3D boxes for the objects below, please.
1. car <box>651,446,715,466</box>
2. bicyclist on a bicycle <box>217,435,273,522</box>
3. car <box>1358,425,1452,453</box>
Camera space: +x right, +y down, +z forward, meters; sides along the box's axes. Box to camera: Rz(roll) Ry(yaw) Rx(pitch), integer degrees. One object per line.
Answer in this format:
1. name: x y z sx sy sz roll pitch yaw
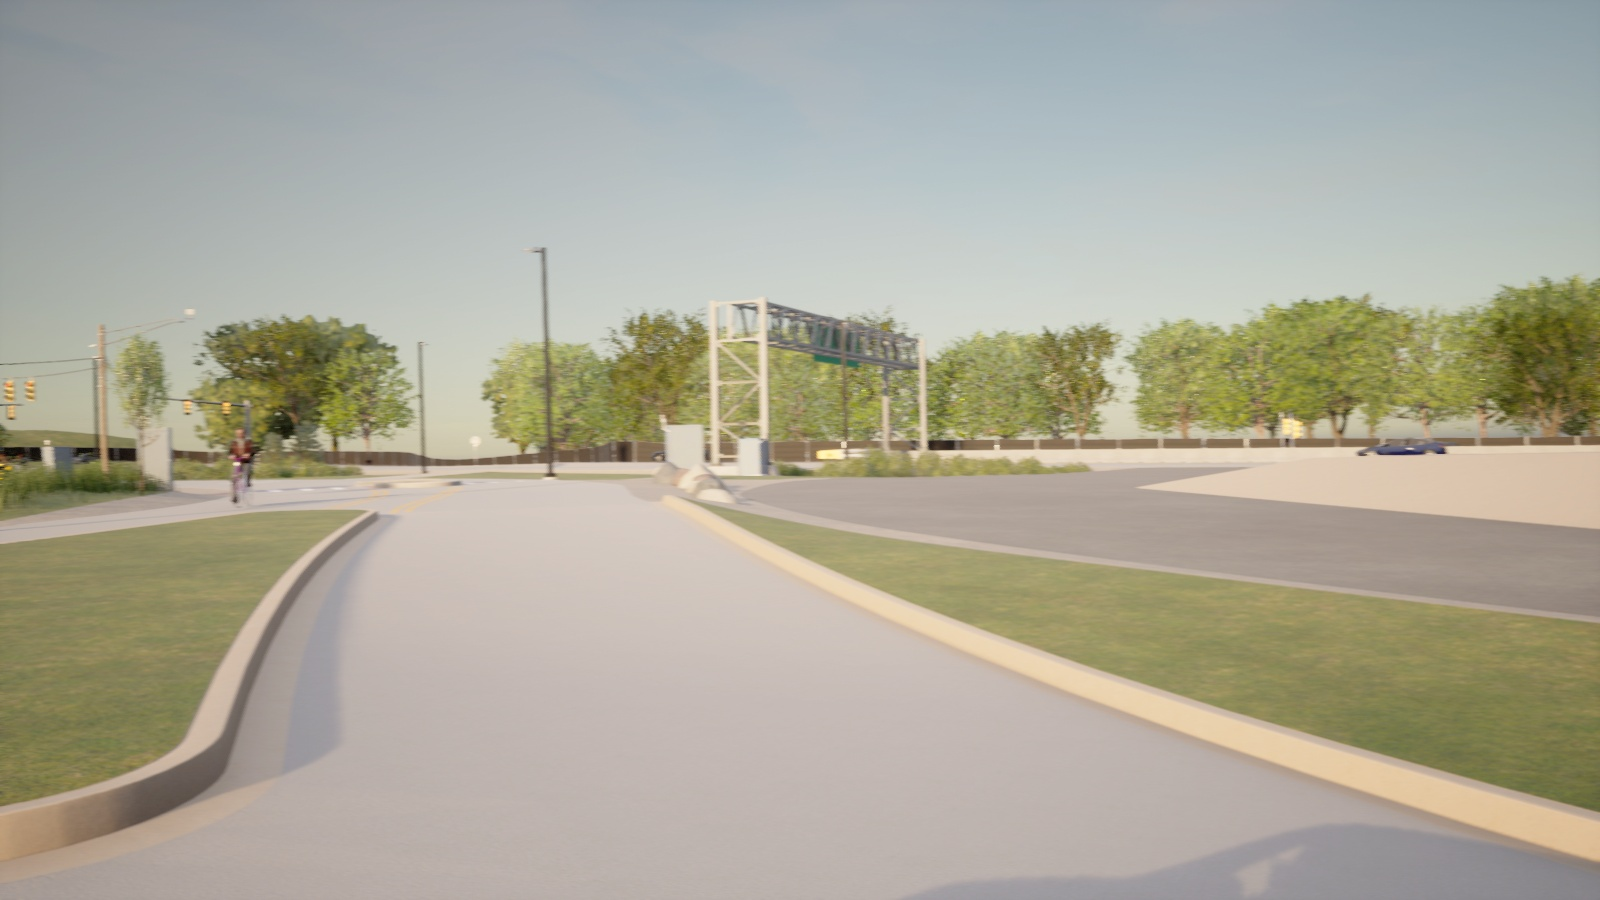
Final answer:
1. car: -9.211 0.480 99.055 4.674 1.442 1.812 -1 0 14
2. bicyclist on a bicycle: -12.051 0.607 27.332 0.659 1.776 1.843 -4 1 -12
3. car: 34.827 -0.630 72.363 4.792 1.488 2.163 -2 0 25
